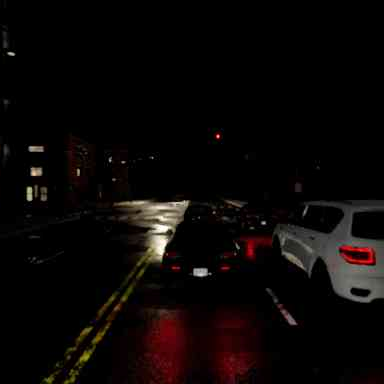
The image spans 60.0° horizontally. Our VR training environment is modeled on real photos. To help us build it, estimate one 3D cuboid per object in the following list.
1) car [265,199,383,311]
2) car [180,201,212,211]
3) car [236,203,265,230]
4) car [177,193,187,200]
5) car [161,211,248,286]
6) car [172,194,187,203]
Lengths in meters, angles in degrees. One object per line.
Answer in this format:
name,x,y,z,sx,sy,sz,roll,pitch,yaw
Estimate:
car,3.464,1.176,7.804,2.150,2.045,5.566,0,0,0
car,0.366,1.444,18.816,2.033,1.411,5.357,0,0,1
car,3.617,1.374,18.955,1.882,1.535,5.008,0,0,2
car,-2.283,1.112,76.185,2.128,1.511,4.902,0,0,1
car,0.230,1.475,9.142,1.812,1.442,4.674,0,0,1
car,-2.490,1.230,61.156,1.994,1.385,4.181,0,0,1
